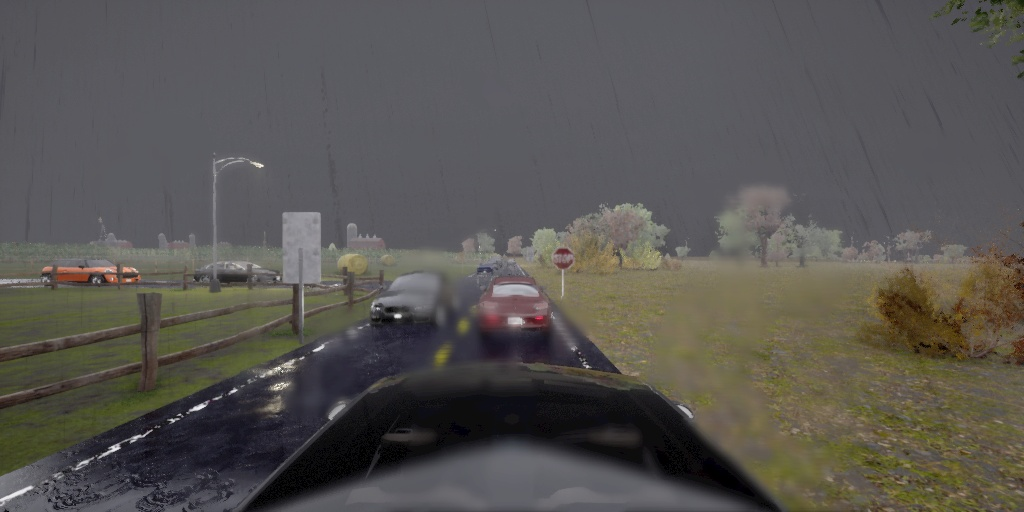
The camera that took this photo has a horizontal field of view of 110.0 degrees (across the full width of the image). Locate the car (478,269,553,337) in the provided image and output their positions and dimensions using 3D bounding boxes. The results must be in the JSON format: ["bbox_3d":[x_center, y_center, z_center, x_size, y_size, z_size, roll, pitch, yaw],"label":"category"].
[{"bbox_3d":[0.050,1.275,10.180,1.812,1.442,4.674,0,0,-1],"label":"car"}]

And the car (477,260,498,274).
[{"bbox_3d":[-2.905,1.369,40.410,1.895,1.301,4.718,0,0,0],"label":"car"}]

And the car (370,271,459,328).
[{"bbox_3d":[-2.864,1.255,11.410,1.837,1.490,4.892,0,0,0],"label":"car"}]

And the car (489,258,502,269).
[{"bbox_3d":[-2.911,1.344,51.315,1.994,1.385,4.181,0,0,0],"label":"car"}]

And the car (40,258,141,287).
[{"bbox_3d":[-26.561,0.949,22.727,4.553,1.767,2.097,0,1,-1],"label":"car"}]

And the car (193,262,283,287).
[{"bbox_3d":[-17.357,1.152,22.835,4.902,1.511,2.128,0,1,-1],"label":"car"}]
